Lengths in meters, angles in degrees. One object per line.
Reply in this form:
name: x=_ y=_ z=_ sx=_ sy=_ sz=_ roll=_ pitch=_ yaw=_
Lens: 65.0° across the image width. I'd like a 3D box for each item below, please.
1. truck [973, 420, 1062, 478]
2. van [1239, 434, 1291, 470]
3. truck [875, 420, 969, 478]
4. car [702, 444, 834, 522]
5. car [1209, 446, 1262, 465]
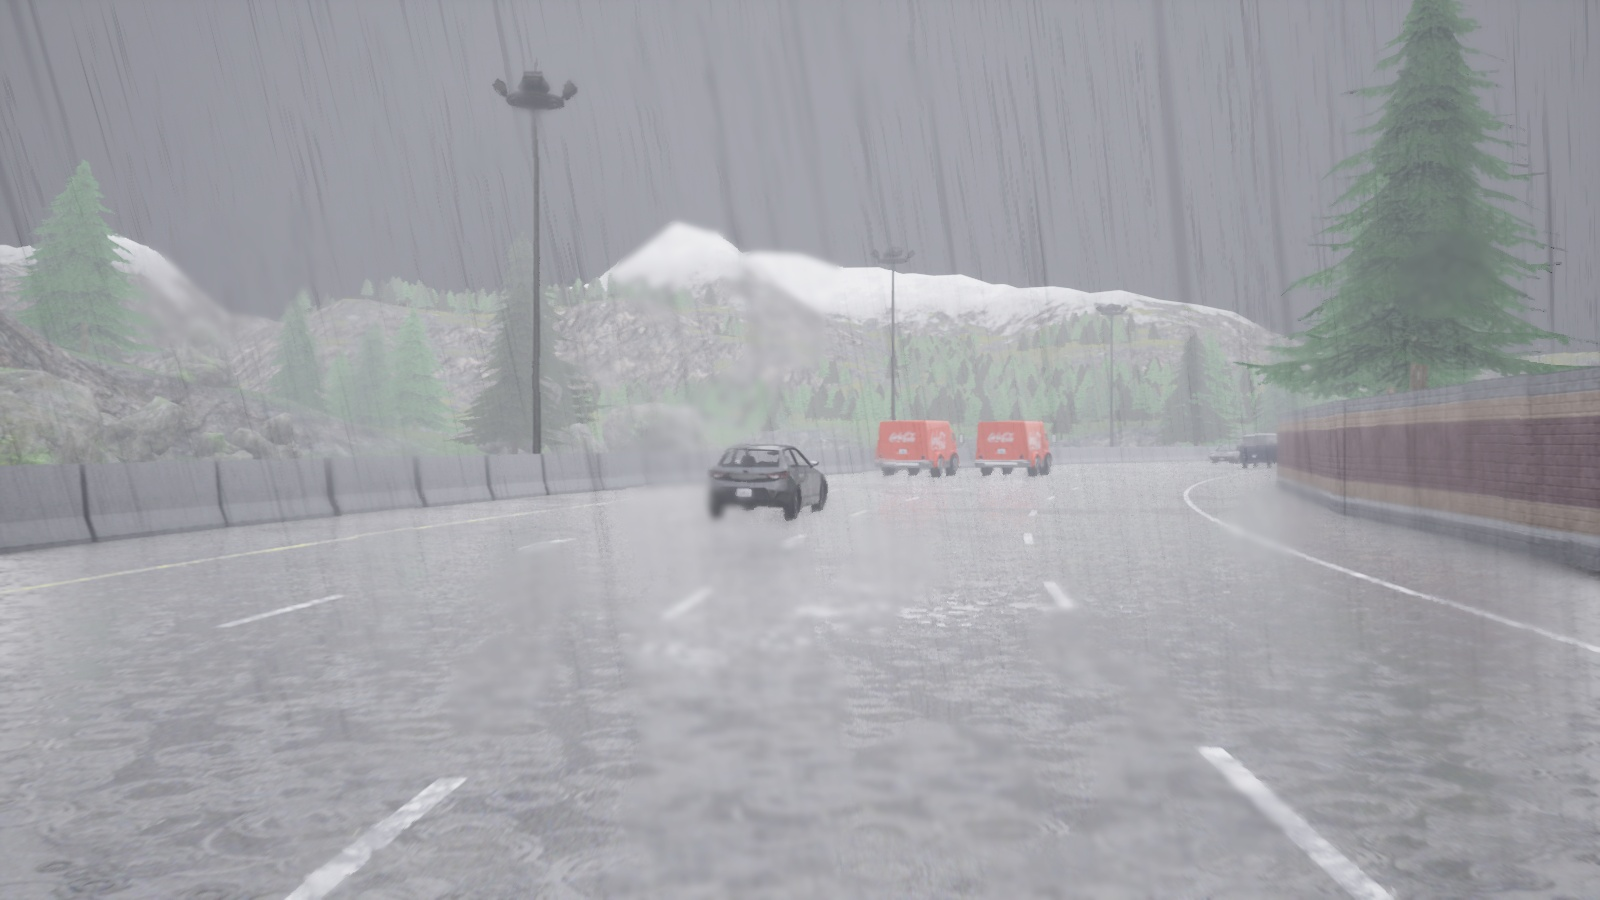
truck: x=9.935 y=-0.053 z=57.037 sx=2.627 sy=2.467 sz=5.204 roll=0 pitch=0 yaw=26
van: x=26.726 y=0.118 z=72.097 sx=1.775 sy=1.987 sz=4.442 roll=0 pitch=0 yaw=34
truck: x=5.490 y=-0.050 z=55.771 sx=2.627 sy=2.467 sz=5.204 roll=0 pitch=0 yaw=24
car: x=-0.561 y=0.613 z=25.970 sx=1.816 sy=1.474 sz=4.193 roll=0 pitch=0 yaw=12
car: x=30.798 y=0.375 z=88.752 sx=1.895 sy=1.301 sz=4.718 roll=0 pitch=0 yaw=41
